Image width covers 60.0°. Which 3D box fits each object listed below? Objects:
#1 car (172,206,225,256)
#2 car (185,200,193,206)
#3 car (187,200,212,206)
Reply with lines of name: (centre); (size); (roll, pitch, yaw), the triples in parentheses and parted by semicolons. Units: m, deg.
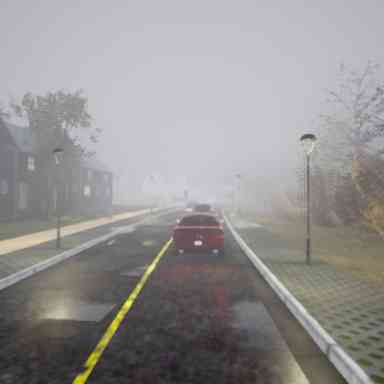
car: (0.312, 1.567, 13.618); (1.882, 1.535, 5.008); (0, 0, 2)
car: (0.162, 1.990, 52.334); (1.994, 1.385, 4.181); (0, -1, 7)
car: (0.933, 1.694, 27.470); (1.837, 1.490, 4.892); (0, 0, 4)
